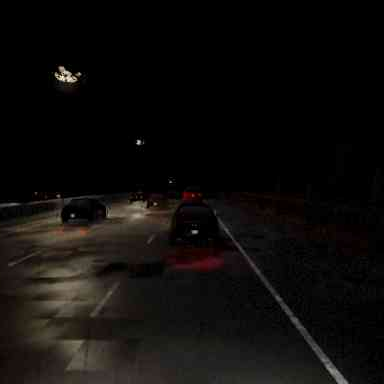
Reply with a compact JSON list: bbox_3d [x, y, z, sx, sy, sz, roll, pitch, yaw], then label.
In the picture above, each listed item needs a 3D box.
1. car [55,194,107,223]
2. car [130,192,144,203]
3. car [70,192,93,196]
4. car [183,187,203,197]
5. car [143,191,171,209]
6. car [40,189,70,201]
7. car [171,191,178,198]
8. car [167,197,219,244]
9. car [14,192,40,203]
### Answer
[{"bbox_3d":[-6.894,1.117,21.528,1.812,1.442,4.674,0,1,0],"label":"car"},{"bbox_3d":[-6.889,0.646,43.830,2.033,1.411,5.357,0,1,0],"label":"car"},{"bbox_3d":[-14.058,0.654,44.193,1.994,1.385,4.181,0,1,0],"label":"car"},{"bbox_3d":[0.110,0.413,39.646,2.150,2.045,5.566,0,1,0],"label":"car"},{"bbox_3d":[-3.390,0.858,33.232,1.812,1.442,4.674,0,1,0],"label":"car"},{"bbox_3d":[-17.562,0.454,43.743,2.097,1.767,4.553,0,1,0],"label":"car"},{"bbox_3d":[-3.384,0.541,58.084,1.812,1.442,4.674,0,-1,0],"label":"car"},{"bbox_3d":[0.102,1.224,14.495,1.882,1.535,5.008,0,1,0],"label":"car"},{"bbox_3d":[-21.057,0.711,43.336,1.895,1.301,4.718,0,1,0],"label":"car"}]
